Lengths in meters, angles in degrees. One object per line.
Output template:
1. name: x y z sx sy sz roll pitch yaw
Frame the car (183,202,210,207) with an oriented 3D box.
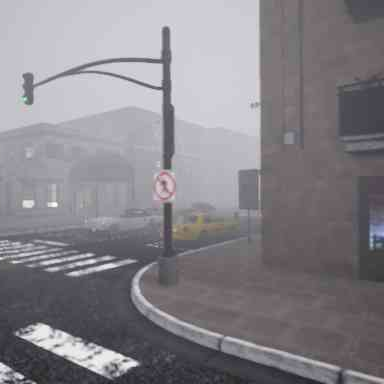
1. car: 0.334 1.569 29.747 1.887 1.381 4.507 0 0 36

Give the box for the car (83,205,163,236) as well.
1. car: -3.940 1.674 19.443 1.895 1.301 4.718 -1 0 36

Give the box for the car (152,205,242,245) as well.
1. car: 0.532 1.536 15.737 1.752 1.417 4.829 0 0 36

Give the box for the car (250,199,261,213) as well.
1. car: 7.693 1.437 35.485 1.837 1.490 4.892 -1 0 36

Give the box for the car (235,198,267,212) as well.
1. car: 7.019 1.490 38.973 1.887 1.381 4.507 0 0 36
